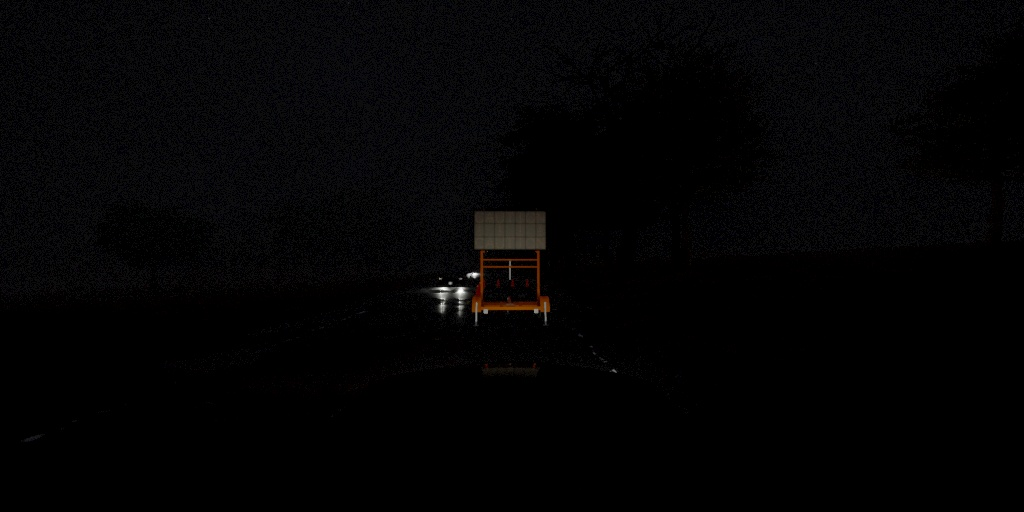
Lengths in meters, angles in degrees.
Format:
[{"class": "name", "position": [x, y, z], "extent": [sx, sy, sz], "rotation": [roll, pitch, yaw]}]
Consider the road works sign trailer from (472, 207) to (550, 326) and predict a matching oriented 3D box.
[{"class": "road works sign trailer", "position": [-0.066, 0.231, 11.701], "extent": [2.380, 3.560, 2.880], "rotation": [0, 0, -2]}]

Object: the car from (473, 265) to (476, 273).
[{"class": "car", "position": [-6.541, 1.970, 55.889], "extent": [1.895, 1.301, 4.718], "rotation": [0, -1, -6]}]

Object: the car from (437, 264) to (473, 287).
[{"class": "car", "position": [-4.238, 1.479, 26.589], "extent": [2.033, 1.411, 5.357], "rotation": [0, -1, -3]}]
